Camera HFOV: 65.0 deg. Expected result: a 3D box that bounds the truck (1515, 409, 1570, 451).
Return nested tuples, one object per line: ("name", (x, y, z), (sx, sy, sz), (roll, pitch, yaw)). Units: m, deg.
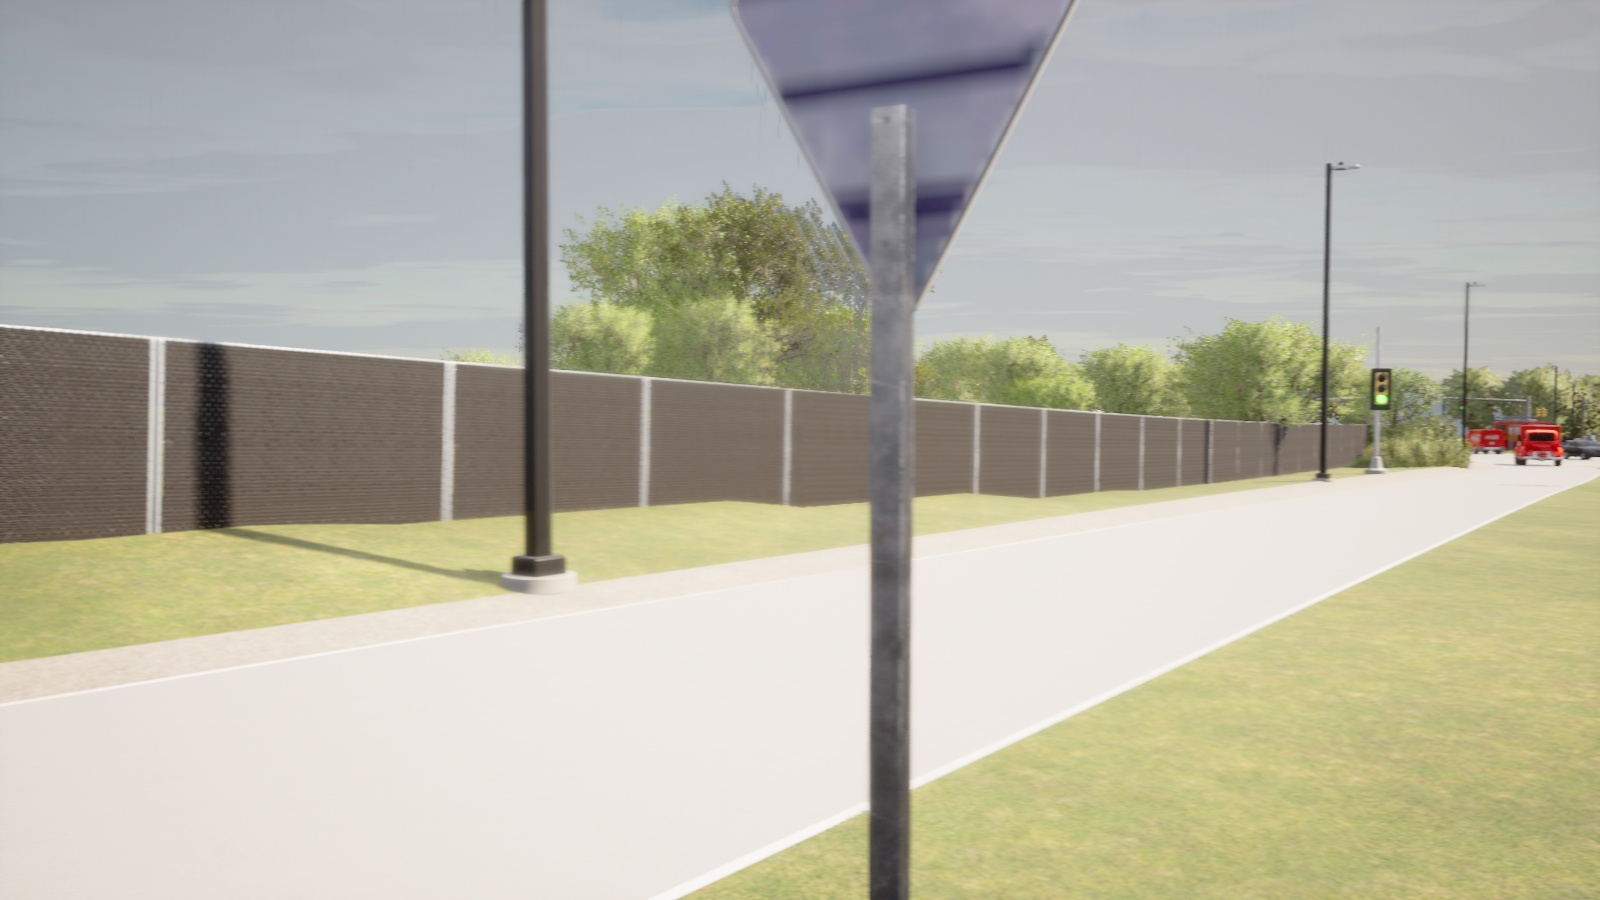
("truck", (45.290, -1.242, 76.692), (2.627, 2.467, 5.204), (0, 1, 28))
